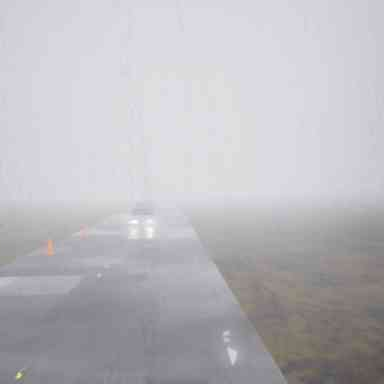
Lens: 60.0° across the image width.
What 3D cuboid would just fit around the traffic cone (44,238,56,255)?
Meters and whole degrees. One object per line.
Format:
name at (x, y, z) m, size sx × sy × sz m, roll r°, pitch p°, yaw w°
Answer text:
traffic cone at (-5.162, 1.964, 12.097) m, size 0.340 × 0.580 × 0.340 m, roll 0°, pitch 0°, yaw -4°

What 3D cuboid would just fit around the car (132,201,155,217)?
car at (-4.425, 1.528, 30.735) m, size 1.895 × 1.301 × 4.718 m, roll 0°, pitch 0°, yaw -4°

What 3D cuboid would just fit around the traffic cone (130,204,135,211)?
traffic cone at (-6.811, 1.862, 37.045) m, size 0.340 × 0.580 × 0.340 m, roll 0°, pitch 0°, yaw -4°

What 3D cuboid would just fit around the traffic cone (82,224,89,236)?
traffic cone at (-5.492, 1.951, 17.086) m, size 0.340 × 0.580 × 0.340 m, roll 0°, pitch 0°, yaw -4°
